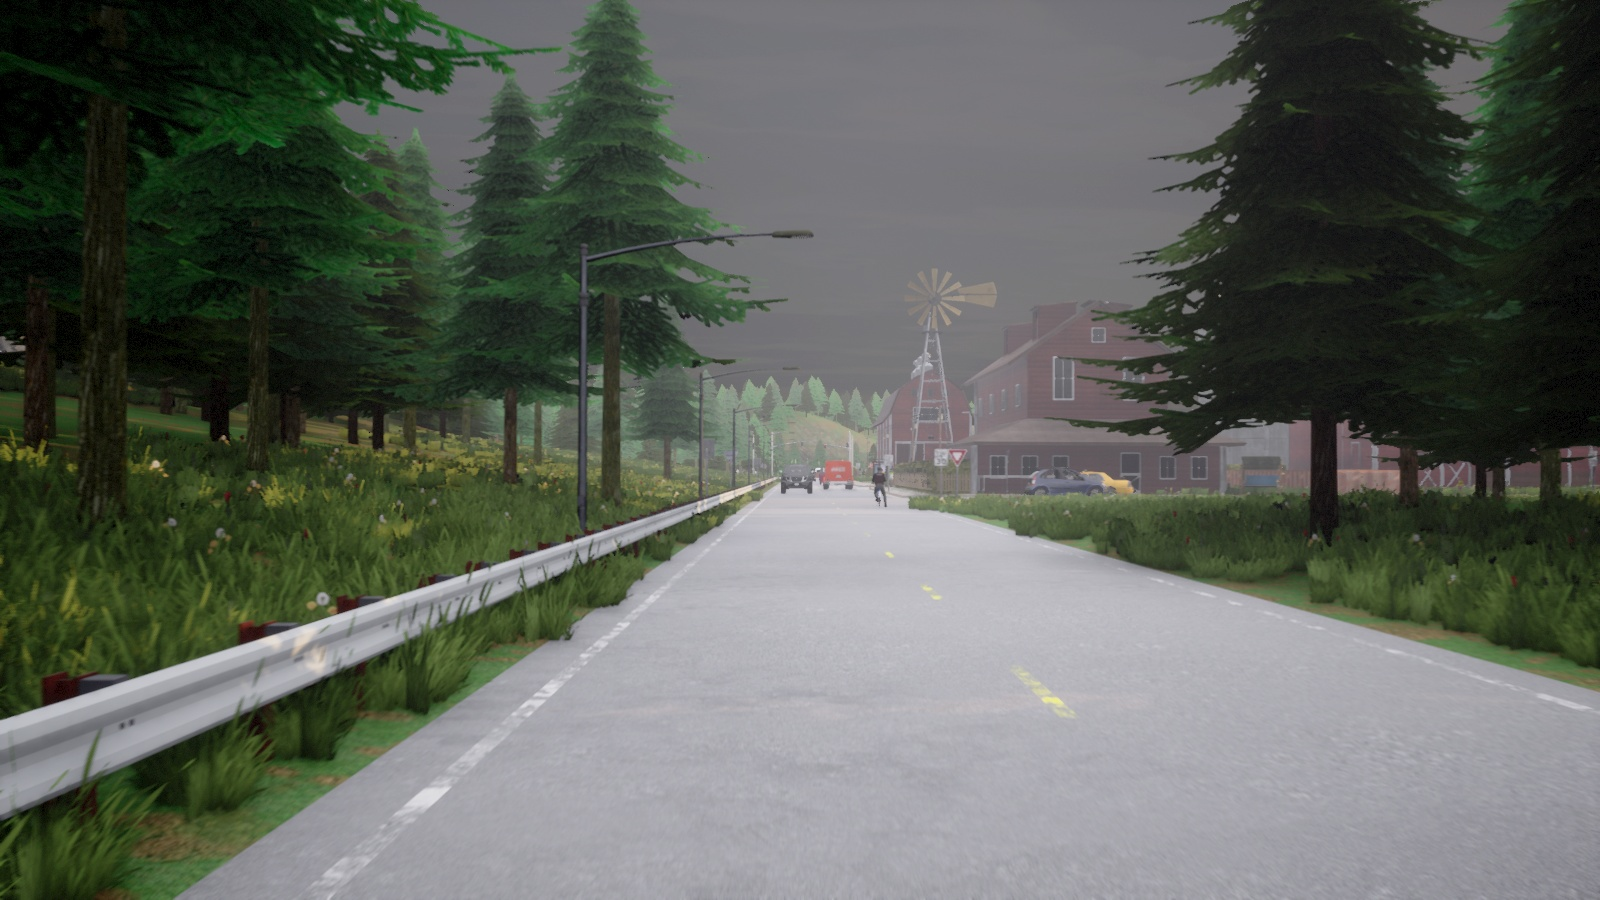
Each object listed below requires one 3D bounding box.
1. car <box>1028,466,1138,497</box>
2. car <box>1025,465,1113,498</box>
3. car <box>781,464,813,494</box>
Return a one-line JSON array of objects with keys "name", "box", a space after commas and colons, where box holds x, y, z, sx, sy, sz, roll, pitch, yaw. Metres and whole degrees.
[{"name": "car", "box": [14.919, 1.665, 66.417, 5.366, 1.575, 1.801, 0, -1, 0]}, {"name": "car", "box": [13.427, 1.572, 62.906, 3.988, 1.617, 1.851, 0, -1, 0]}, {"name": "car", "box": [-0.212, 1.989, 86.882, 2.150, 2.045, 5.566, 0, -1, 0]}]
